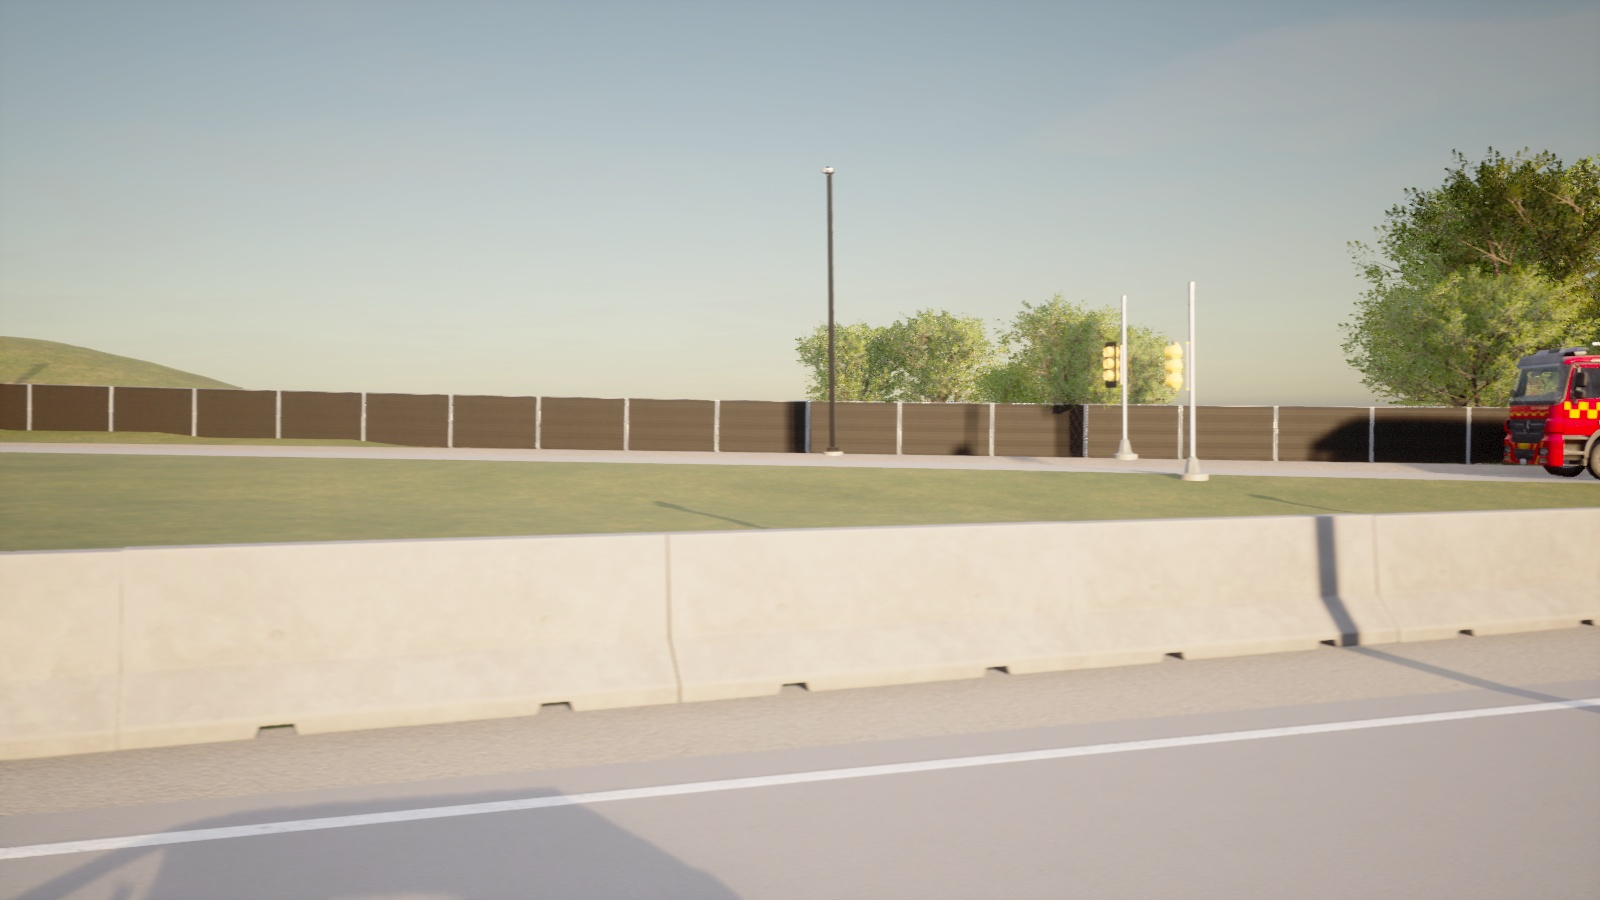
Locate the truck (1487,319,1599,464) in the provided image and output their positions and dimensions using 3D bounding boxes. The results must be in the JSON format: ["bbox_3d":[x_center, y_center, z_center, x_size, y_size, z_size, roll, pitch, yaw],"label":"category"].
[{"bbox_3d":[23.863,-1.574,34.278,8.468,3.827,2.891,0,2,5],"label":"truck"}]
